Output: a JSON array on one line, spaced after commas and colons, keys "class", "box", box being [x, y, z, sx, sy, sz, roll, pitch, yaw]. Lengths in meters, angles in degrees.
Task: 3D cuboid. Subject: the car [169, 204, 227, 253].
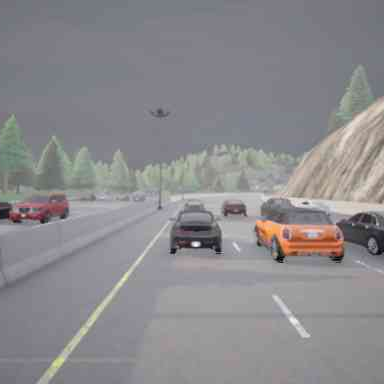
[{"class": "car", "box": [0.143, 1.454, 13.330, 1.837, 1.490, 4.892, 0, 0, 0]}]

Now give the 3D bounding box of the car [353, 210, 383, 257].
[{"class": "car", "box": [7.140, 1.473, 12.848, 1.837, 1.490, 4.892, 0, 0, 0]}]

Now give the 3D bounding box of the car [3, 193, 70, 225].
[{"class": "car", "box": [-10.514, 1.108, 23.519, 2.150, 2.045, 5.566, 0, 0, 0]}]

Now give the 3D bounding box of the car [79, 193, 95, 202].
[{"class": "car", "box": [-20.553, 1.053, 65.774, 2.097, 1.767, 4.553, 0, 0, 2]}]

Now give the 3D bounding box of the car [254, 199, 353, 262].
[{"class": "car", "box": [3.637, 1.314, 12.117, 2.097, 1.767, 4.553, 0, 0, 0]}]

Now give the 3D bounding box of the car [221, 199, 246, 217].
[{"class": "car", "box": [3.710, 1.372, 30.171, 1.882, 1.535, 5.008, 0, 0, 0]}]

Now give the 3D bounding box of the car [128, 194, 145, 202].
[{"class": "car", "box": [-10.123, 1.229, 63.646, 2.128, 1.511, 4.902, 0, 0, 2]}]

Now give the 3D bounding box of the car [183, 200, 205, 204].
[{"class": "car", "box": [0.195, 1.413, 29.664, 1.812, 1.442, 4.674, 0, 0, 0]}]

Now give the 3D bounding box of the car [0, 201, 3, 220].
[{"class": "car", "box": [-14.015, 1.354, 23.095, 1.882, 1.535, 5.008, 0, 0, 0]}]

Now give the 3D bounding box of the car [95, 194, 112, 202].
[{"class": "car", "box": [-17.056, 1.220, 65.469, 1.812, 1.442, 4.674, 0, 0, 2]}]

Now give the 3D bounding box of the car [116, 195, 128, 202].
[{"class": "car", "box": [-13.563, 1.234, 65.229, 1.812, 1.442, 4.674, 0, 0, 2]}]
